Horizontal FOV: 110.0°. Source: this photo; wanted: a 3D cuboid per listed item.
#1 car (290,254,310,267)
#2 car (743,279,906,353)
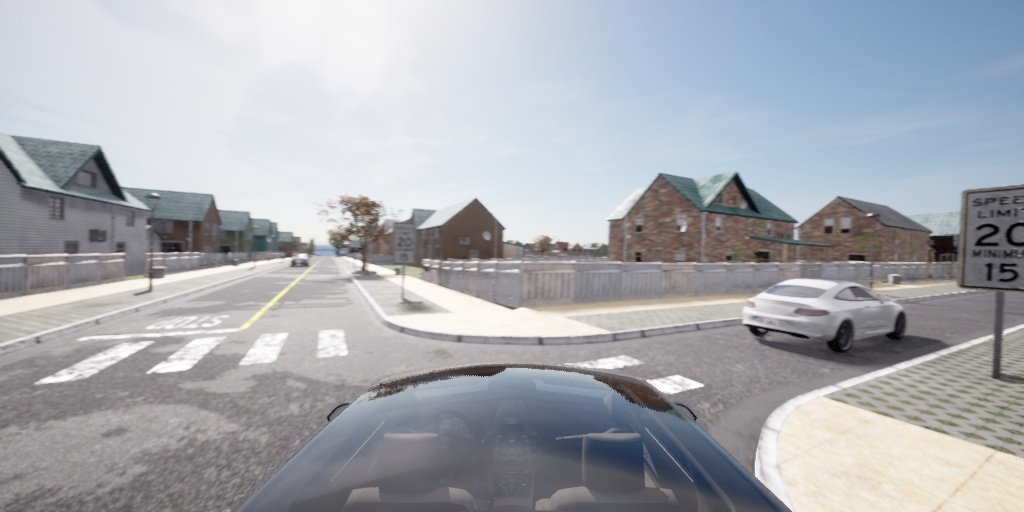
[{"bbox_3d":[-25.944,0.505,44.013,2.128,1.511,4.902,1,0,-27],"label":"car"},{"bbox_3d":[7.679,1.289,8.814,4.674,1.442,1.812,0,1,-27],"label":"car"}]
